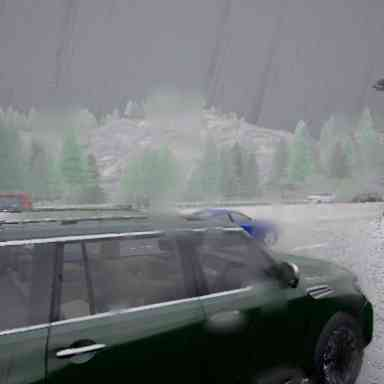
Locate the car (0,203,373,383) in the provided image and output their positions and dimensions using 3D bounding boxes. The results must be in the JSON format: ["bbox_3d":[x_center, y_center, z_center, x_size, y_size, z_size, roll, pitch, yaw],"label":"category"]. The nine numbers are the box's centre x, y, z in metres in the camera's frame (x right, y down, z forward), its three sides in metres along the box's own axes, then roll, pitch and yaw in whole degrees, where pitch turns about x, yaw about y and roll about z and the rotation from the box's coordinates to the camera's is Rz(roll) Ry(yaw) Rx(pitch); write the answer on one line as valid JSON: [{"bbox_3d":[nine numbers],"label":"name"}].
[{"bbox_3d":[-0.416,1.202,3.449,5.566,2.045,2.150,0,0,-35],"label":"car"}]

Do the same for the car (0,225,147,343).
[{"bbox_3d":[-3.289,1.499,5.672,4.674,1.442,1.812,0,0,-35],"label":"car"}]

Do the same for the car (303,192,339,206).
[{"bbox_3d":[19.646,0.976,50.513,5.566,2.045,2.150,0,0,-33],"label":"car"}]

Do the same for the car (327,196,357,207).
[{"bbox_3d":[21.500,1.333,47.554,4.181,1.385,1.994,0,0,-33],"label":"car"}]

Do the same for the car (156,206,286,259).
[{"bbox_3d":[1.256,1.415,13.018,5.008,1.535,1.882,0,0,-34],"label":"car"}]
